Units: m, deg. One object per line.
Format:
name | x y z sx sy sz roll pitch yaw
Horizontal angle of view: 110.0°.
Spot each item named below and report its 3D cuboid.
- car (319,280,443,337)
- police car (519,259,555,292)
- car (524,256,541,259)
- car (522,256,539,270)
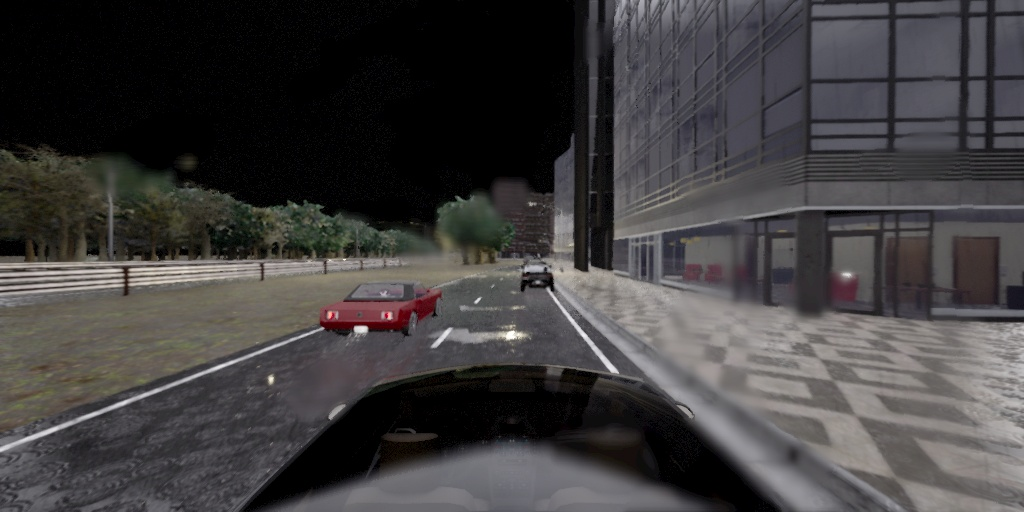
car | -3.300 1.340 10.162 1.895 1.301 4.718 0 0 1
police car | 1.467 1.164 21.504 1.930 1.638 5.238 0 0 2
car | 2.364 1.088 37.138 2.097 1.767 4.553 0 0 4
car | 2.904 0.965 55.027 2.150 2.045 5.566 0 0 7
